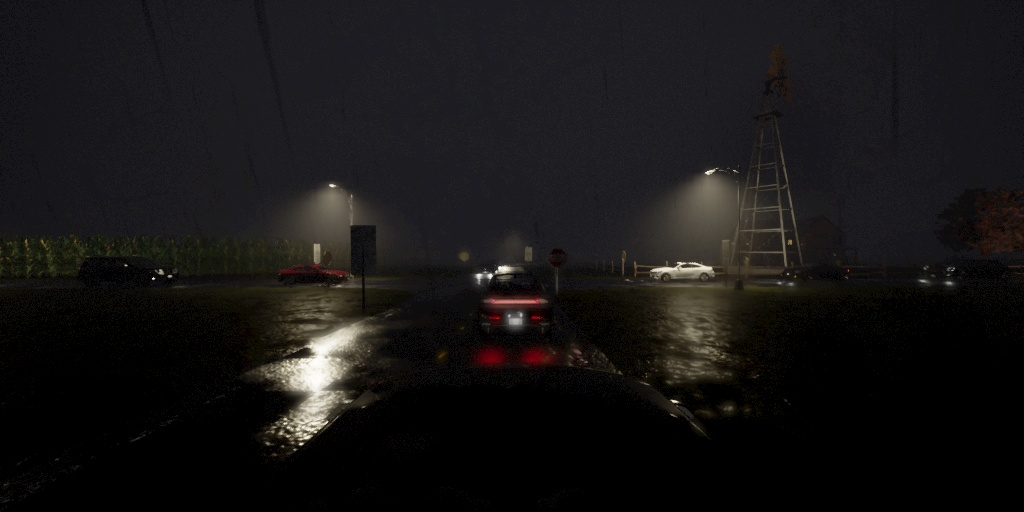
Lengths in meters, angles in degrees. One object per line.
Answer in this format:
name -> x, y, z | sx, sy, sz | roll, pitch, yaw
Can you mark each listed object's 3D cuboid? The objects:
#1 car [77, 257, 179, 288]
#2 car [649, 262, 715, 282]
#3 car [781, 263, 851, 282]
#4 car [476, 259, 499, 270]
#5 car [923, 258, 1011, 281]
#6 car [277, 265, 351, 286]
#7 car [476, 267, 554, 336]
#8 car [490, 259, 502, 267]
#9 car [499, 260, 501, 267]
car -> -26.748, 1.070, 25.088 | 5.566, 2.045, 2.150 | 0, 1, -1
car -> 13.015, 1.194, 27.564 | 4.674, 1.442, 1.812 | 0, 1, 0
car -> 23.073, 1.198, 27.316 | 4.181, 1.385, 1.994 | 0, 1, 2
car -> -2.928, 1.287, 41.529 | 1.994, 1.385, 4.181 | 0, 0, 1
car -> 34.013, 0.943, 26.925 | 4.553, 1.767, 2.097 | 0, 1, 2
car -> -13.869, 1.326, 25.227 | 4.674, 1.442, 1.812 | 0, 1, -3
car -> 0.094, 1.239, 10.367 | 2.128, 1.511, 4.902 | 0, 0, 0
car -> -2.919, 1.293, 64.640 | 1.895, 1.301, 4.718 | 0, 0, 0
car -> -2.934, 1.215, 51.894 | 1.837, 1.490, 4.892 | 0, 0, 0
